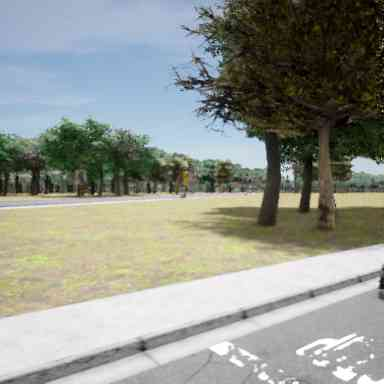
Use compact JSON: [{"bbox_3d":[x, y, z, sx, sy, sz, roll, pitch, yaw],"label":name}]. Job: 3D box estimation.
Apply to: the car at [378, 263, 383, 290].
[{"bbox_3d":[6.034,1.581,7.500,4.181,1.385,1.994,0,0,-36],"label":"car"}]
